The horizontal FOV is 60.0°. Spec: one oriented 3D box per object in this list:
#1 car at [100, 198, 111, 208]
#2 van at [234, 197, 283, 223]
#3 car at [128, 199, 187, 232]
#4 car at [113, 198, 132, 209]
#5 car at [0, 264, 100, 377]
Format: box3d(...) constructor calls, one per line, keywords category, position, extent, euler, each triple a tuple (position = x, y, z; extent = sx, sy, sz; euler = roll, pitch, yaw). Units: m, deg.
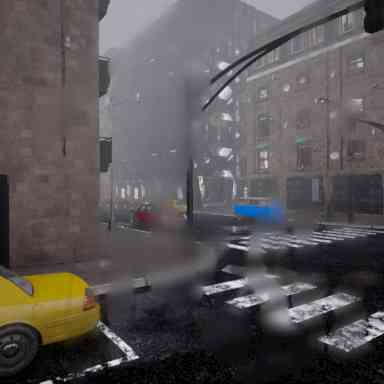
box3d(category="car", position=(-11.755, 1.463, 47.795), extent=(1.887, 1.381, 4.507), euler=(-1, 0, -36))
box3d(category="van", position=(4.875, 1.280, 24.887), extent=(1.690, 1.788, 3.998), euler=(0, 0, -36))
box3d(category="car", position=(-1.917, 1.441, 19.979), extent=(1.967, 1.590, 4.097), euler=(0, 0, -36))
box3d(category="car", position=(-8.429, 1.463, 43.213), extent=(1.887, 1.381, 4.507), euler=(-1, 0, -36))
box3d(category="car", position=(-3.624, 1.526, 3.980), extent=(4.829, 1.417, 1.752), euler=(0, 0, -36))
